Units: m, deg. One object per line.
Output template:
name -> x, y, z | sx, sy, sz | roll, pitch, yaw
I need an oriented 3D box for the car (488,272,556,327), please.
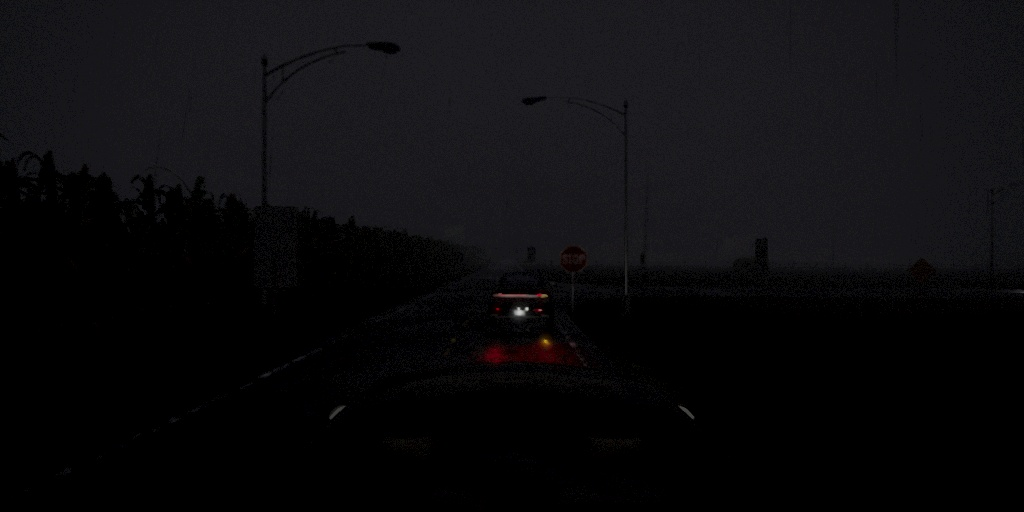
car -> 0.386, 1.247, 11.602 | 2.128, 1.511, 4.902 | 0, 0, 5

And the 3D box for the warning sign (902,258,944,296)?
warning sign -> 20.463, 1.016, 17.872 | 1.060, 1.860, 1.300 | 0, 0, 1
